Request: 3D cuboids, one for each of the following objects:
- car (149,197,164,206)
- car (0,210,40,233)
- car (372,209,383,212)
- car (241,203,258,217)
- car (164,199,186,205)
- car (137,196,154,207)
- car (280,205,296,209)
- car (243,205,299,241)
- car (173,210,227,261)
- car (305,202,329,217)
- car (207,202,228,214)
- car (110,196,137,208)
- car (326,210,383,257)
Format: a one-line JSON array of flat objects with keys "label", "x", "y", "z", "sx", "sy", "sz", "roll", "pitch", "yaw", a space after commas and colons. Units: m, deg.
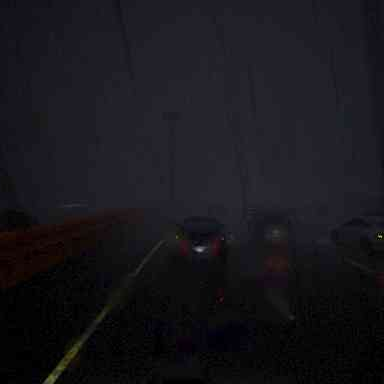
[{"label": "car", "x": -5.447, "y": 2.105, "z": 59.870, "sx": 1.994, "sy": 1.385, "sz": 4.181, "roll": 0, "pitch": -1, "yaw": 19}, {"label": "car", "x": -10.160, "y": 1.670, "z": 17.695, "sx": 2.033, "sy": 1.411, "sz": 5.357, "roll": 0, "pitch": -1, "yaw": 3}, {"label": "car", "x": 11.211, "y": 1.742, "z": 19.570, "sx": 1.837, "sy": 1.490, "sz": 4.892, "roll": 0, "pitch": -1, "yaw": 4}, {"label": "car", "x": 6.231, "y": 1.852, "z": 35.058, "sx": 2.128, "sy": 1.511, "sz": 4.902, "roll": 0, "pitch": -1, "yaw": 10}, {"label": "car", "x": -2.532, "y": 2.025, "z": 57.582, "sx": 2.128, "sy": 1.511, "sz": 4.902, "roll": 0, "pitch": -1, "yaw": 19}, {"label": "car", "x": -8.660, "y": 1.764, "z": 61.336, "sx": 2.150, "sy": 2.045, "sz": 5.566, "roll": 0, "pitch": -1, "yaw": 19}, {"label": "car", "x": 9.465, "y": 1.961, "z": 33.470, "sx": 1.895, "sy": 1.301, "sz": 4.718, "roll": 0, "pitch": -1, "yaw": 10}, {"label": "car", "x": 4.087, "y": 1.694, "z": 17.954, "sx": 1.837, "sy": 1.490, "sz": 4.892, "roll": 0, "pitch": -1, "yaw": 4}, {"label": "car", "x": 0.326, "y": 1.649, "z": 12.794, "sx": 1.812, "sy": 1.442, "sz": 4.674, "roll": 0, "pitch": -1, "yaw": 2}, {"label": "car", "x": 13.642, "y": 1.885, "z": 36.491, "sx": 1.882, "sy": 1.535, "sz": 5.008, "roll": 0, "pitch": -1, "yaw": 11}, {"label": "car", "x": 2.687, "y": 1.836, "z": 35.109, "sx": 2.128, "sy": 1.511, "sz": 4.902, "roll": 0, "pitch": -1, "yaw": 10}, {"label": "car", "x": -12.719, "y": 1.734, "z": 60.322, "sx": 2.150, "sy": 2.045, "sz": 5.566, "roll": 0, "pitch": -1, "yaw": 18}, {"label": "car", "x": 7.353, "y": 1.688, "z": 13.550, "sx": 1.812, "sy": 1.442, "sz": 4.674, "roll": 0, "pitch": -1, "yaw": 2}]
